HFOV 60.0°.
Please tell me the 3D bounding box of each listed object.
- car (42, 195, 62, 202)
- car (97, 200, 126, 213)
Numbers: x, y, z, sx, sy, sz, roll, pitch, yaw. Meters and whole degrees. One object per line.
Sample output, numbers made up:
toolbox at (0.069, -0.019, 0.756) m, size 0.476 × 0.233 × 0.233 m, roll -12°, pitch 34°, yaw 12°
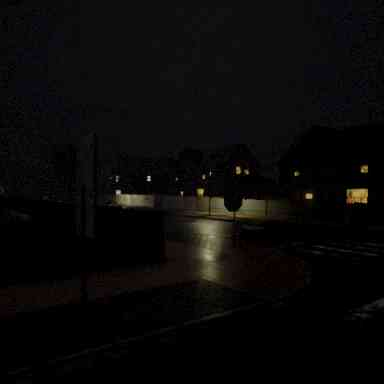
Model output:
car at (-19.471, 1.194, 46.107) m, size 1.837 × 1.490 × 4.892 m, roll 0°, pitch 0°, yaw -36°
car at (-7.626, 1.385, 29.631) m, size 1.895 × 1.301 × 4.718 m, roll 0°, pitch 0°, yaw -36°
